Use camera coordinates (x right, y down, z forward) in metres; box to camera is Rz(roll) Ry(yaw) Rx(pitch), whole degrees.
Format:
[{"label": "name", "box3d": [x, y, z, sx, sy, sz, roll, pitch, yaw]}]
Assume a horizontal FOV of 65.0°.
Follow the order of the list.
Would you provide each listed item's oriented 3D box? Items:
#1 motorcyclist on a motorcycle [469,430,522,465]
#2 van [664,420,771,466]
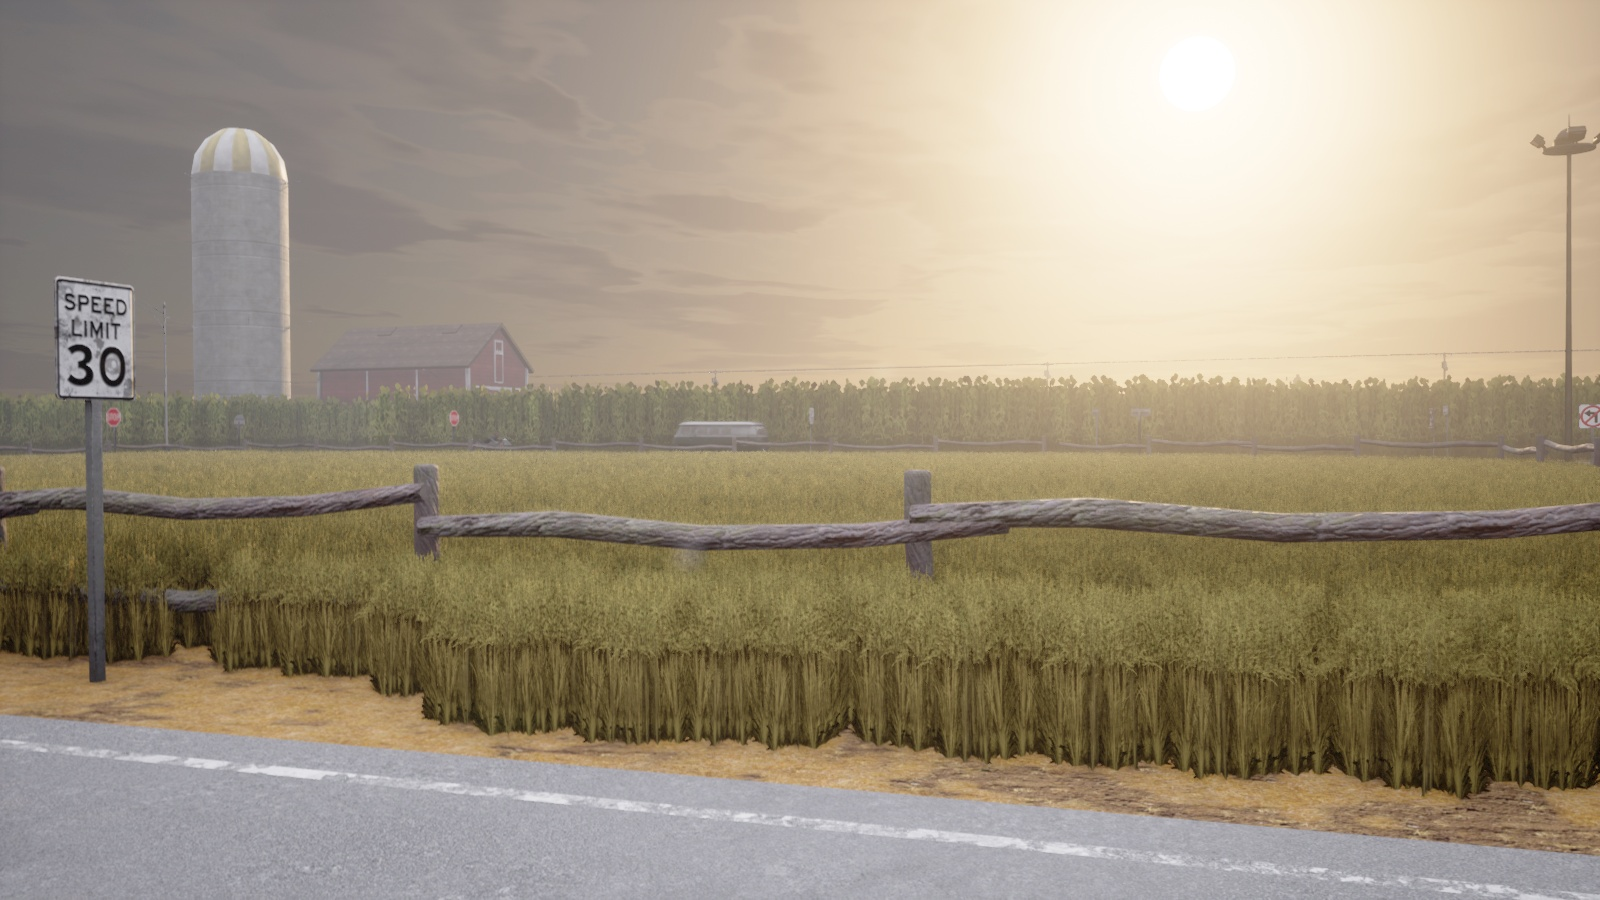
[{"label": "motorcyclist on a motorcycle", "box3d": [-13.690, -0.133, 56.492, 2.191, 1.530, 0.866, 1, 1, 19]}, {"label": "van", "box3d": [-3.680, -0.333, 56.275, 4.442, 1.987, 1.775, 1, 1, 19]}]
